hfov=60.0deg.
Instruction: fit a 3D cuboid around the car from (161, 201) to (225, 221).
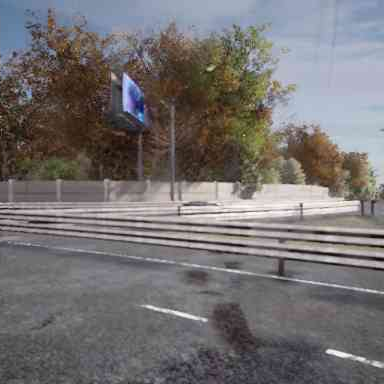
[{"bbox_3d":[0.096,1.448,24.336,4.892,1.490,1.837,0,0,-25],"label":"car"}]
